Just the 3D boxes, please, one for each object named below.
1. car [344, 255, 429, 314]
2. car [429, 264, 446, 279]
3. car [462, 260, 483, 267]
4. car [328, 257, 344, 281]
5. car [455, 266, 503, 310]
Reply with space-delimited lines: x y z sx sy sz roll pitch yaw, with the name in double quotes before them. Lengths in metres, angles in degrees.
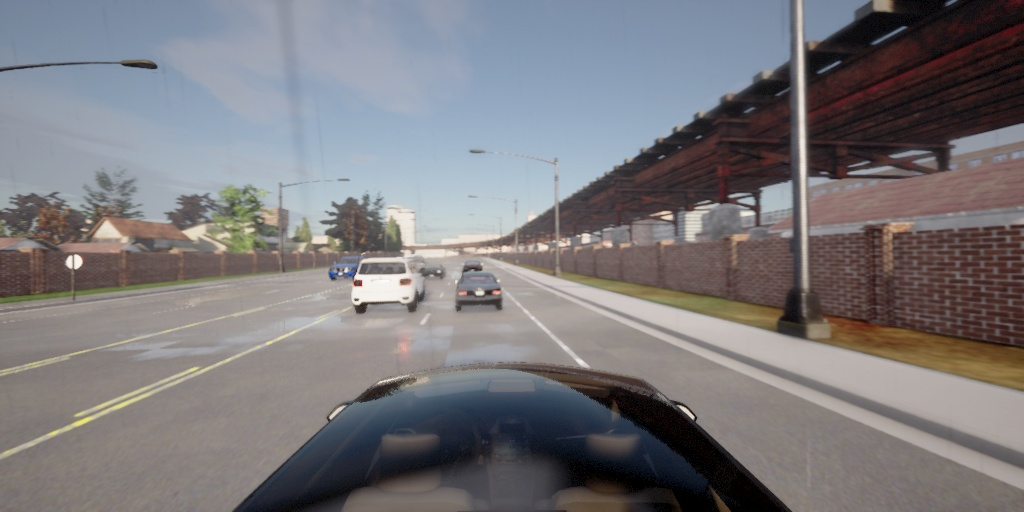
"car" -4.881 1.078 14.826 2.150 2.045 5.566 -1 0 -9
"car" -7.067 1.347 32.672 1.895 1.301 4.718 -1 1 -7
"car" -3.857 1.160 35.290 1.882 1.535 5.008 -1 1 -7
"car" -14.185 1.043 31.692 2.150 2.045 5.566 -1 1 -7
"car" -1.429 1.369 15.206 2.033 1.411 5.357 -1 0 -7
